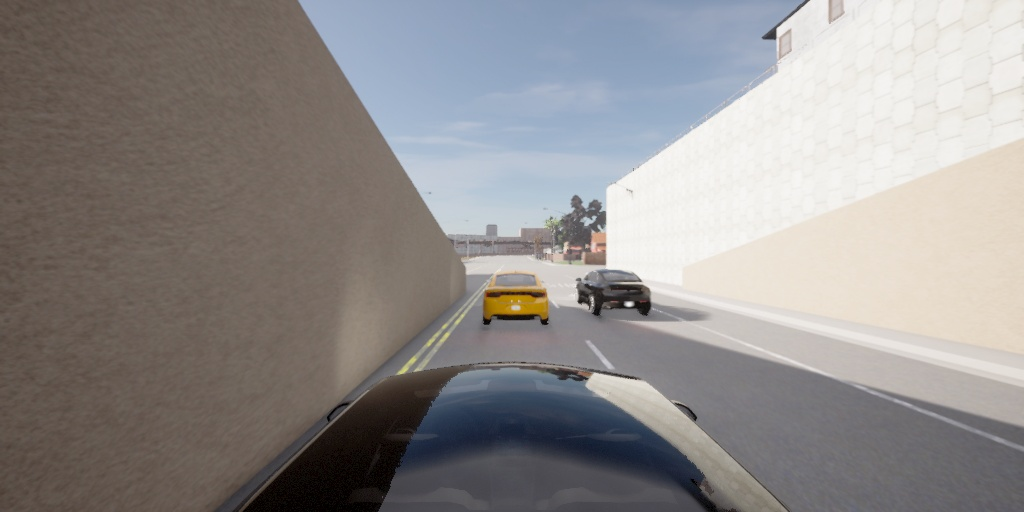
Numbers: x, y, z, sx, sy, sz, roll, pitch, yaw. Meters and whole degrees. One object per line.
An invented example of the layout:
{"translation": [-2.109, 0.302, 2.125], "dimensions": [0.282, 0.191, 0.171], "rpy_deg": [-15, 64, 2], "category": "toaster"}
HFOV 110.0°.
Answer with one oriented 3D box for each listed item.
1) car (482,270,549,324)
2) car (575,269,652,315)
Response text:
{"translation": [0.118, 1.208, 11.904], "dimensions": [1.882, 1.535, 5.008], "rpy_deg": [0, 0, 0], "category": "car"}
{"translation": [3.601, 1.232, 13.428], "dimensions": [1.837, 1.490, 4.892], "rpy_deg": [0, 0, 0], "category": "car"}
